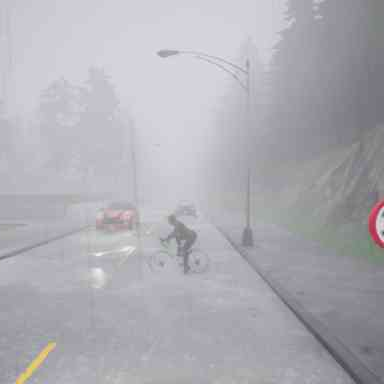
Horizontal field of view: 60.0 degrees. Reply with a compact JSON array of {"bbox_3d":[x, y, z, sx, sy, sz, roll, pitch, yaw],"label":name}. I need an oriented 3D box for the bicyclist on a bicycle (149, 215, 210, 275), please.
[{"bbox_3d":[-0.360,1.443,9.001,1.656,1.620,0.582,-2,0,-1],"label":"bicyclist on a bicycle"}]

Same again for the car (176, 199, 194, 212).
[{"bbox_3d":[-0.823,1.546,39.660,2.033,1.411,5.357,0,0,-1],"label":"car"}]

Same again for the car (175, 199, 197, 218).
[{"bbox_3d":[-0.564,1.525,29.812,1.812,1.442,4.674,0,0,-1],"label":"car"}]

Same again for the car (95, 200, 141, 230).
[{"bbox_3d":[-4.521,1.350,20.818,2.097,1.767,4.553,0,0,-1],"label":"car"}]
